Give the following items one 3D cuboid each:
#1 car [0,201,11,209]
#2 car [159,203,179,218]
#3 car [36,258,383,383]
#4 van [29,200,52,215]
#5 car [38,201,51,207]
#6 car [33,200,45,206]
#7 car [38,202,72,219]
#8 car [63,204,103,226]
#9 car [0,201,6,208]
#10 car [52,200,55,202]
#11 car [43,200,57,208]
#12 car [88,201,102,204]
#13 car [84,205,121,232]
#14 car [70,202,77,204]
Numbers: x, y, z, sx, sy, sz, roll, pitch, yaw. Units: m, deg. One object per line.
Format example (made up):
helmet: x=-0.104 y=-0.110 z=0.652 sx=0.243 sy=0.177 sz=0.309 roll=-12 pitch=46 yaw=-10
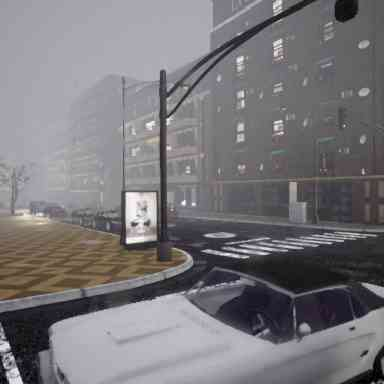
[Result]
car: x=-38.113 y=2.702 z=68.305 sx=2.008 sy=1.369 sz=4.403 roll=-2 pitch=0 yaw=-36
car: x=-3.154 y=1.823 z=34.492 sx=1.967 sy=1.590 sz=4.097 roll=-2 pitch=0 yaw=-36
car: x=0.765 y=1.600 z=3.967 sx=4.718 sy=1.301 sz=1.895 roll=0 pitch=0 yaw=-32
van: x=-19.834 y=2.034 z=42.982 sx=1.690 sy=1.788 sz=3.998 roll=-2 pitch=0 yaw=-36
car: x=-34.586 y=2.734 z=77.728 sx=1.947 sy=1.339 sz=4.313 roll=-2 pitch=0 yaw=-36
car: x=-37.851 y=2.796 z=82.241 sx=1.887 sy=1.381 sz=4.507 roll=-2 pitch=0 yaw=-36
car: x=-14.916 y=2.114 z=36.094 sx=1.887 sy=1.381 sz=4.507 roll=-2 pitch=0 yaw=-36
car: x=-8.840 y=1.968 z=27.617 sx=2.008 sy=1.369 sz=4.403 roll=-2 pitch=0 yaw=-36
car: x=-44.641 y=2.861 z=77.329 sx=1.887 sy=1.381 sz=4.507 roll=-2 pitch=0 yaw=-36
car: x=-25.375 y=2.469 z=60.589 sx=1.994 sy=1.385 sz=4.181 roll=-1 pitch=-1 yaw=-36
car: x=-31.326 y=2.526 z=73.216 sx=1.967 sy=1.590 sz=4.097 roll=-2 pitch=0 yaw=-36
car: x=-15.001 y=2.118 z=50.657 sx=1.967 sy=1.590 sz=4.097 roll=-2 pitch=0 yaw=-36
car: x=-5.576 y=1.887 z=23.105 sx=2.008 sy=1.369 sz=4.403 roll=-2 pitch=0 yaw=-36
car: x=-21.530 y=2.423 z=59.679 sx=1.802 sy=1.307 sz=4.206 roll=-2 pitch=0 yaw=-36
